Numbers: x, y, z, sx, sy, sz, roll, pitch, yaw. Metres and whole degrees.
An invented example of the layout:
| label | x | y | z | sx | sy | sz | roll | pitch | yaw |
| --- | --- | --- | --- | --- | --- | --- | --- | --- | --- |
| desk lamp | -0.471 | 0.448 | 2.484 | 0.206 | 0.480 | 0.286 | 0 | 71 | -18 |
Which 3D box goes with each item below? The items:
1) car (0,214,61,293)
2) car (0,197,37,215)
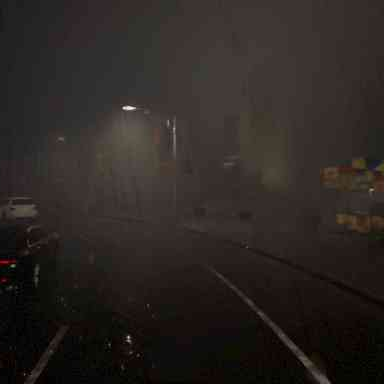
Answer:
| label | x | y | z | sx | sy | sz | roll | pitch | yaw |
| --- | --- | --- | --- | --- | --- | --- | --- | --- | --- |
| car | -4.792 | 1.586 | 8.860 | 1.837 | 1.490 | 4.892 | 0 | 0 | -13 |
| car | -14.623 | 1.465 | 27.389 | 2.150 | 2.045 | 5.566 | 0 | -1 | -43 |
